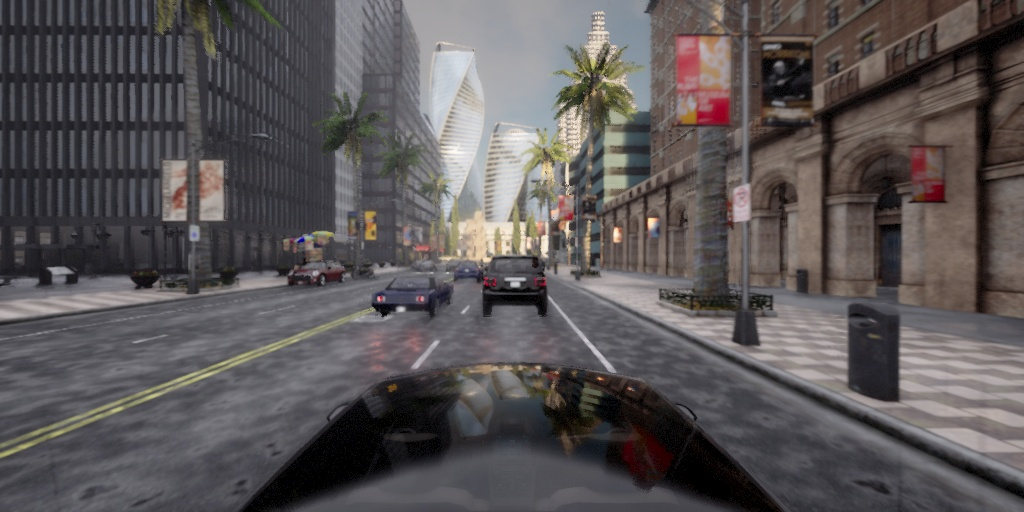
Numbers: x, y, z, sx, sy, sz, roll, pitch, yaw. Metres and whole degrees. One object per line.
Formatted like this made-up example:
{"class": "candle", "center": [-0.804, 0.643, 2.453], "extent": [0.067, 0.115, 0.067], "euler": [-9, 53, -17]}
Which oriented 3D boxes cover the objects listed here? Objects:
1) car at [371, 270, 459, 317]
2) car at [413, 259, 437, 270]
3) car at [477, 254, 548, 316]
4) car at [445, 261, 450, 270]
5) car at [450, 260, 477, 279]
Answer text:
{"class": "car", "center": [-3.399, 1.360, 13.282], "extent": [1.895, 1.301, 4.718], "euler": [0, 0, 0]}
{"class": "car", "center": [-10.814, 1.309, 45.813], "extent": [1.812, 1.442, 4.674], "euler": [0, 0, 0]}
{"class": "car", "center": [0.101, 0.977, 13.583], "extent": [2.150, 2.045, 5.566], "euler": [0, 0, 0]}
{"class": "car", "center": [-7.316, 1.289, 46.091], "extent": [1.837, 1.490, 4.892], "euler": [0, 0, 0]}
{"class": "car", "center": [-3.479, 1.123, 29.683], "extent": [2.097, 1.767, 4.553], "euler": [0, 0, 0]}
